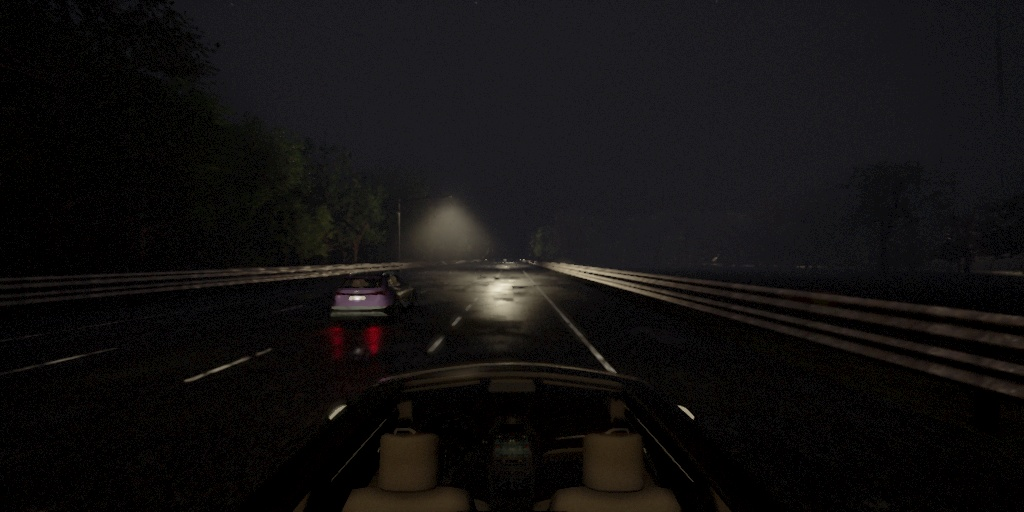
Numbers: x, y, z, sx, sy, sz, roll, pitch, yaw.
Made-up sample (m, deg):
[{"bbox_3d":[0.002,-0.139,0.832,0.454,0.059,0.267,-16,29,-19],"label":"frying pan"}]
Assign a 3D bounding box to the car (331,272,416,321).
[{"bbox_3d":[-4.754,1.359,12.858,2.033,1.649,4.856,0,-1,-4],"label":"car"}]
